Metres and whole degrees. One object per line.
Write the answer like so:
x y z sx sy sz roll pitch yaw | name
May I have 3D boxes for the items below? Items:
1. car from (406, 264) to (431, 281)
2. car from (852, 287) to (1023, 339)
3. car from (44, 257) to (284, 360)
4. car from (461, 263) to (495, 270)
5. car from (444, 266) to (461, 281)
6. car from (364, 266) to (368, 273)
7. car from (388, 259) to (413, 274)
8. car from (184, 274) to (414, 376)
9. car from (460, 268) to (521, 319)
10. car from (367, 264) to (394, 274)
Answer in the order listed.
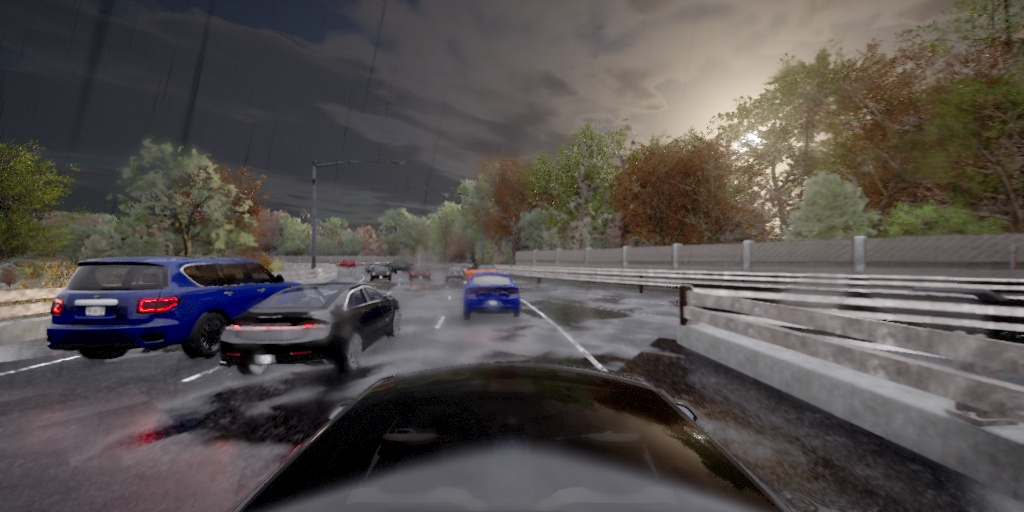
-9.124 1.702 35.144 1.895 1.301 4.718 0 -1 -18 | car
9.936 1.399 8.632 1.895 1.301 4.718 0 -1 -38 | car
-7.289 1.057 8.768 2.150 2.045 5.566 0 -1 -4 | car
-2.565 1.391 29.826 2.097 1.767 4.553 0 0 -20 | car
-5.458 1.633 34.347 2.033 1.411 5.357 0 -1 -10 | car
-20.076 1.889 51.626 1.895 1.301 4.718 0 -1 -28 | car
-16.368 1.507 52.120 2.150 2.045 5.566 0 -1 -27 | car
-3.746 1.309 7.634 2.128 1.511 4.902 0 -1 -4 | car
-0.814 1.348 13.469 1.882 1.535 5.008 0 -1 -6 | car
-12.973 1.715 35.593 1.895 1.301 4.718 0 -1 -19 | car
